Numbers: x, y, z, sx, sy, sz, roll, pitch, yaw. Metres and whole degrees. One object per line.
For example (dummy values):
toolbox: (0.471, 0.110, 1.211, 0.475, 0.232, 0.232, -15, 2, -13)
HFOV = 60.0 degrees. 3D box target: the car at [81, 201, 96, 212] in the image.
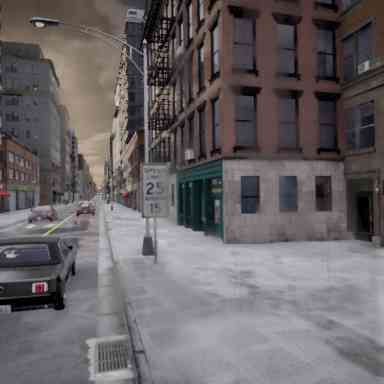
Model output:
car: (-14.629, 2.031, 47.095, 1.812, 1.442, 4.674, -1, -1, -15)

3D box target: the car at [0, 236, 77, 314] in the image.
car: (-3.736, 1.677, 7.621, 1.895, 1.301, 4.718, -1, 0, -15)

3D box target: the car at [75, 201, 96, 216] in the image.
car: (-11.852, 1.908, 37.194, 1.812, 1.442, 4.674, -1, 0, -15)

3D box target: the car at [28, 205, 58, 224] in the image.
car: (-12.754, 1.868, 28.682, 1.812, 1.442, 4.674, -1, 0, -15)
